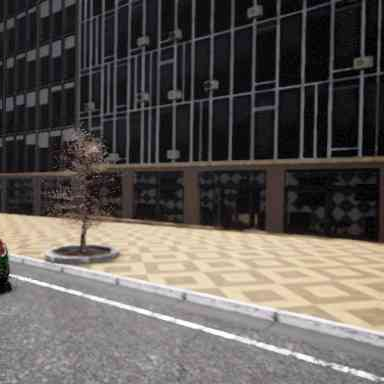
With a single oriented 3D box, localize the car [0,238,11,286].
[{"bbox_3d":[-6.335,1.282,7.807,4.553,1.767,2.097,1,0,33],"label":"car"}]
